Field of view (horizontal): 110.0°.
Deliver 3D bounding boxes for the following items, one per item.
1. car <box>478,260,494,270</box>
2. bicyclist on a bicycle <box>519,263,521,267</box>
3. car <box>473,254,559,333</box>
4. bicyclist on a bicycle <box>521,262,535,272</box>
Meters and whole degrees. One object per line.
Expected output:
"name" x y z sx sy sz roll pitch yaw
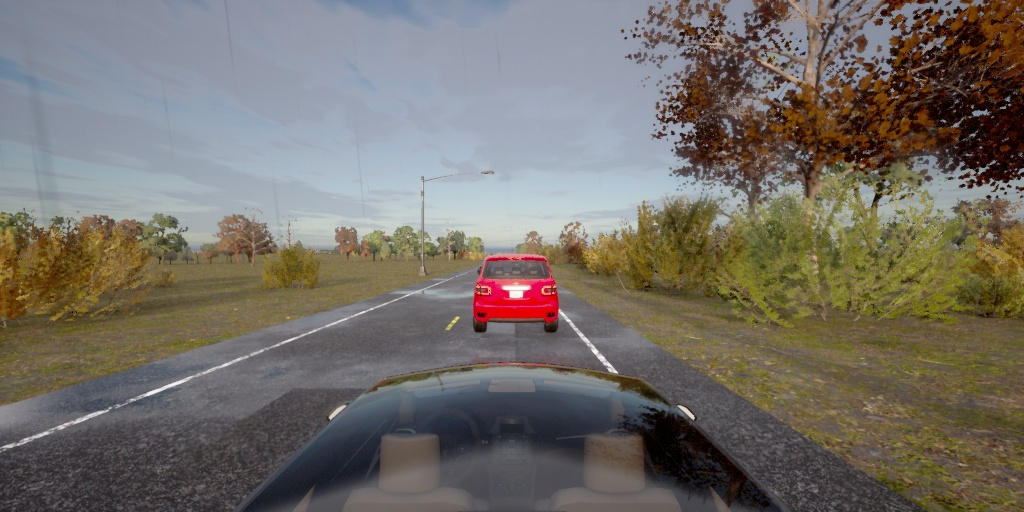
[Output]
"car" -3.876 1.282 53.587 2.033 1.411 5.357 0 0 -1
"bicyclist on a bicycle" 0.887 1.110 28.627 0.659 1.776 1.843 0 0 0
"car" 0.086 0.968 10.907 2.150 2.045 5.566 0 0 0
"bicyclist on a bicycle" 0.932 1.114 18.614 0.659 1.776 1.843 0 0 0
